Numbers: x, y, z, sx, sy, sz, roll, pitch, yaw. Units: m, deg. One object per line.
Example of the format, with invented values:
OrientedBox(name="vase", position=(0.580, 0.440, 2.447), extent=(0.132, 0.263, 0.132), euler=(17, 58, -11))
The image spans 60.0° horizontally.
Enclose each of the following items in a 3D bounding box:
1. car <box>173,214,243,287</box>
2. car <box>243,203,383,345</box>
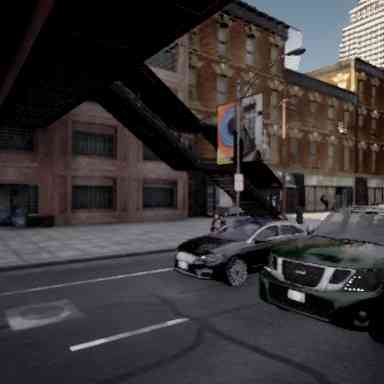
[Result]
OrientedBox(name="car", position=(1.777, 1.546, 9.578), extent=(4.902, 1.511, 2.128), euler=(1, 0, -36))
OrientedBox(name="car", position=(3.864, 1.275, 6.768), extent=(5.566, 2.045, 2.150), euler=(1, 0, -36))
